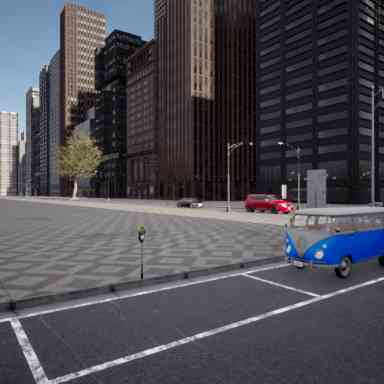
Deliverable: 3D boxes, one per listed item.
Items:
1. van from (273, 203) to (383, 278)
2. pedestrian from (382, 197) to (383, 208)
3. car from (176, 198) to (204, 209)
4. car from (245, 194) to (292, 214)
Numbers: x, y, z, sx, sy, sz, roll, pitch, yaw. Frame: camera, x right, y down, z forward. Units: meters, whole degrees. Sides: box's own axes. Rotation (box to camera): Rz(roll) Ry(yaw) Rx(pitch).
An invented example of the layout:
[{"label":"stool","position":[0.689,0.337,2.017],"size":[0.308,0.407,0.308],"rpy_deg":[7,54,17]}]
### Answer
[{"label":"van","position":[4.463,1.341,9.836],"size":[3.998,1.788,1.690],"rpy_deg":[0,0,-36]},{"label":"pedestrian","position":[11.699,1.147,20.149],"size":[0.375,1.860,0.375],"rpy_deg":[0,0,-36]},{"label":"car","position":[-0.283,1.583,46.516],"size":[2.128,1.511,4.902],"rpy_deg":[0,0,-36]},{"label":"car","position":[7.991,1.279,35.015],"size":[2.150,2.045,5.566],"rpy_deg":[0,0,-35]}]
